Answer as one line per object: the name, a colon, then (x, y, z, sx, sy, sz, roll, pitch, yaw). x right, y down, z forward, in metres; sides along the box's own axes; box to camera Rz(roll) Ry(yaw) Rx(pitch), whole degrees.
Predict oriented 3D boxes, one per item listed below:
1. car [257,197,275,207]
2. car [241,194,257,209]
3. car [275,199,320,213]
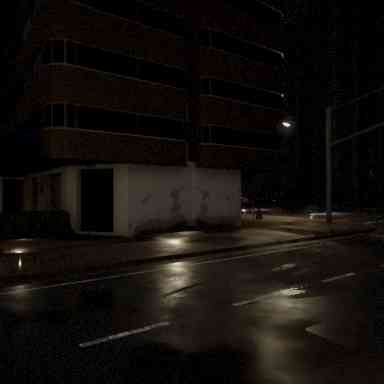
car: (11.192, 1.491, 51.055, 2.128, 1.511, 4.902, 0, 0, -36)
car: (6.104, 1.477, 45.844, 1.882, 1.535, 5.008, 0, 0, -35)
car: (12.098, 1.526, 37.572, 1.812, 1.442, 4.674, 0, 0, -36)
